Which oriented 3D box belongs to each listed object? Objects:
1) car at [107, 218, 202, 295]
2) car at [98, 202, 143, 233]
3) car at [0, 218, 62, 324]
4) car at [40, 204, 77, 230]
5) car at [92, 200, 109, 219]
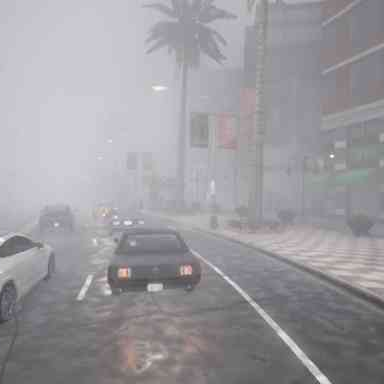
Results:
[{"bbox_3d":[-1.103,1.597,8.759,1.895,1.301,4.718,0,0,-10],"label":"car"},{"bbox_3d":[-3.869,1.539,18.531,2.033,1.411,5.357,0,0,-19],"label":"car"},{"bbox_3d":[-4.234,1.522,6.848,1.812,1.442,4.674,0,0,-9],"label":"car"},{"bbox_3d":[-8.217,1.497,20.445,1.837,1.490,4.892,0,1,-19],"label":"car"},{"bbox_3d":[-7.582,1.442,28.686,1.801,1.575,5.366,0,0,-20],"label":"car"}]
